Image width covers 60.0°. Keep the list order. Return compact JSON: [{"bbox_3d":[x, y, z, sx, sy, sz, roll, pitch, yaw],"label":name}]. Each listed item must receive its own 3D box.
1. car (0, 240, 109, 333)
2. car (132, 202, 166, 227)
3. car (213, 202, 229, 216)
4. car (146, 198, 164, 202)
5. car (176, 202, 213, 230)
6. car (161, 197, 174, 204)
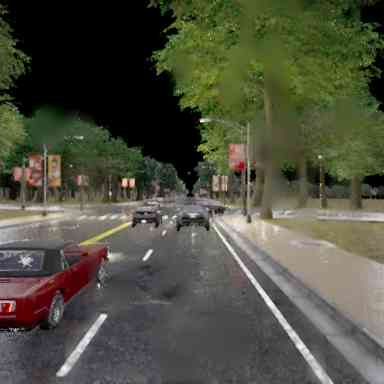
[{"bbox_3d":[-3.162,1.657,6.906,1.895,1.301,4.718,0,0,0],"label":"car"},{"bbox_3d":[-3.192,1.707,24.416,1.837,1.490,4.892,0,-1,0],"label":"car"},{"bbox_3d":[2.259,1.807,35.867,2.128,1.511,4.902,0,-1,32],"label":"car"},{"bbox_3d":[-5.385,1.886,42.805,1.812,1.442,4.674,1,-1,-21],"label":"car"},{"bbox_3d":[0.063,1.540,22.629,2.097,1.767,4.553,0,0,0],"label":"car"},{"bbox_3d":[-6.321,2.311,84.809,1.895,1.301,4.718,0,0,0],"label":"car"}]
